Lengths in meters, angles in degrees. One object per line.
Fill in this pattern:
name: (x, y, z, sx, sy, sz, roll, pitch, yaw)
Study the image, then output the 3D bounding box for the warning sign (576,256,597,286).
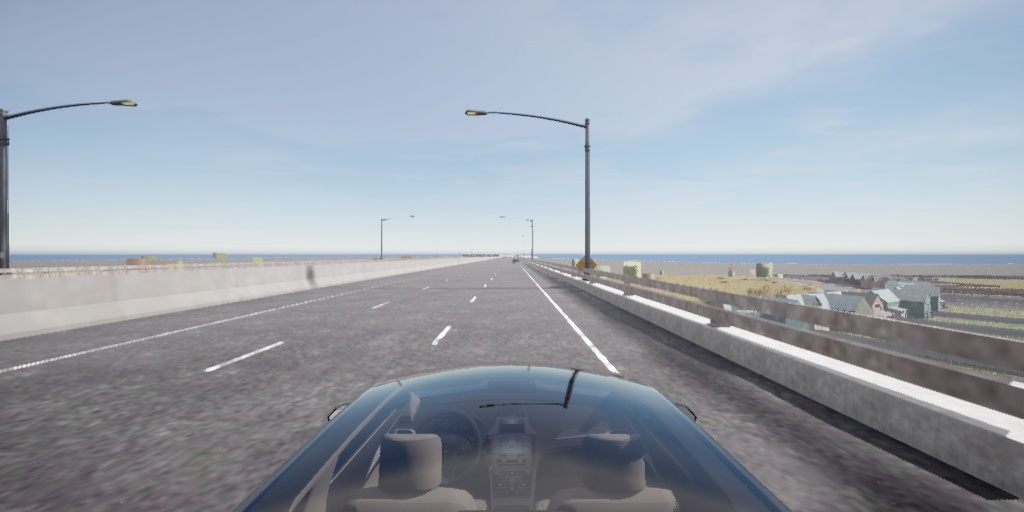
warning sign: (4.550, 0.847, 22.023, 1.300, 1.860, 1.060, 0, 0, 0)
